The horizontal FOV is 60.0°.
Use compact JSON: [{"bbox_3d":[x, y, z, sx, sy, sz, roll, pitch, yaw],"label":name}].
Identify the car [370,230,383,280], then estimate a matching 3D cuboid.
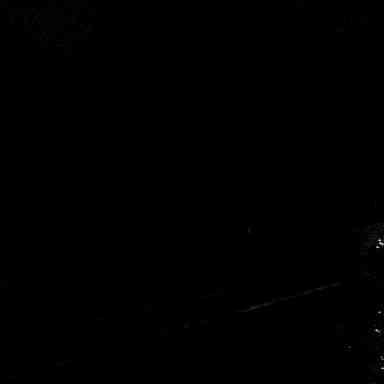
[{"bbox_3d":[6.873,1.178,8.549,5.566,2.045,2.150,0,0,-35],"label":"car"}]
